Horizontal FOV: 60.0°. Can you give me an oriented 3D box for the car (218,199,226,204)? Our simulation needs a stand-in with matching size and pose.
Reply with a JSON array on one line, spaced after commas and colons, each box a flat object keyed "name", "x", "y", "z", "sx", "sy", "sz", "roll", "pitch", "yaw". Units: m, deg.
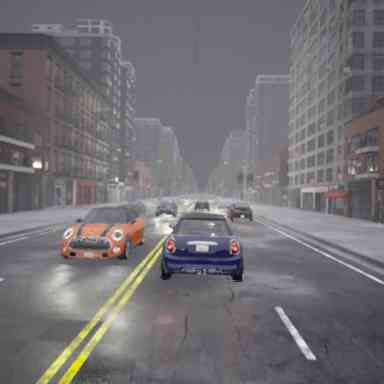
[{"name": "car", "x": 4.733, "y": 1.810, "z": 48.276, "sx": 1.812, "sy": 1.442, "sz": 4.674, "roll": 1, "pitch": 0, "yaw": 2}]

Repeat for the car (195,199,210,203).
[{"name": "car", "x": 1.366, "y": 1.676, "z": 44.419, "sx": 1.882, "sy": 1.535, "sz": 5.008, "roll": 1, "pitch": 0, "yaw": 2}]

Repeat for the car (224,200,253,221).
[{"name": "car", "x": 4.145, "y": 1.706, "z": 29.121, "sx": 1.837, "sy": 1.490, "sz": 4.892, "roll": 1, "pitch": 0, "yaw": 2}]

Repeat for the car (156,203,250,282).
[{"name": "car", "x": 0.317, "y": 1.399, "z": 10.214, "sx": 2.097, "sy": 1.767, "sz": 4.553, "roll": 1, "pitch": 0, "yaw": 2}]

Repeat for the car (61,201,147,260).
[{"name": "car", "x": -3.064, "y": 1.335, "z": 12.377, "sx": 2.097, "sy": 1.767, "sz": 4.553, "roll": 1, "pitch": 0, "yaw": 2}]

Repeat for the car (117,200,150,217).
[{"name": "car", "x": -5.609, "y": 1.553, "z": 32.590, "sx": 2.033, "sy": 1.411, "sz": 5.357, "roll": 1, "pitch": 0, "yaw": 2}]

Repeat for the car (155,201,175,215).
[{"name": "car", "x": -2.361, "y": 1.622, "z": 32.498, "sx": 2.033, "sy": 1.411, "sz": 5.357, "roll": 1, "pitch": 0, "yaw": 2}]
